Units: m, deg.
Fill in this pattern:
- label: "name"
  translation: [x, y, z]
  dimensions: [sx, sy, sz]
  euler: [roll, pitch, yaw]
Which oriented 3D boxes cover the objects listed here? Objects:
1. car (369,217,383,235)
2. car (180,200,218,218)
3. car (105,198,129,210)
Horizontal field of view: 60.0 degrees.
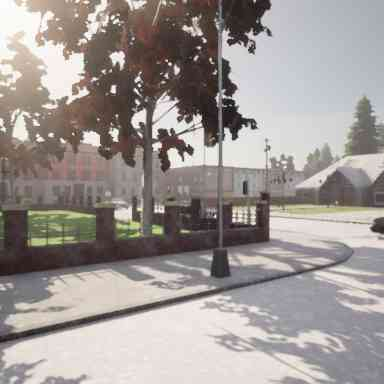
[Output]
- label: "car"
  translation: [10.668, 1.534, 14.306]
  dimensions: [2.033, 1.411, 5.357]
  euler: [0, 0, -35]
- label: "car"
  translation: [0.227, 1.477, 28.976]
  dimensions: [2.128, 1.511, 4.902]
  euler: [0, 0, -35]
- label: "car"
  translation: [-9.871, 1.521, 43.318]
  dimensions: [1.812, 1.442, 4.674]
  euler: [0, 0, -35]
